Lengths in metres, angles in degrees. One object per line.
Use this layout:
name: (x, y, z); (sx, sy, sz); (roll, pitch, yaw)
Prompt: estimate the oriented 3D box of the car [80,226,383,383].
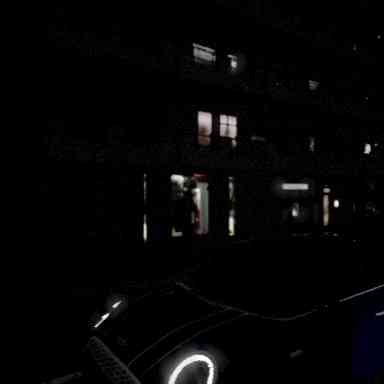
car: (1.055, 1.377, 4.133); (4.553, 1.767, 2.097); (1, 0, -36)
